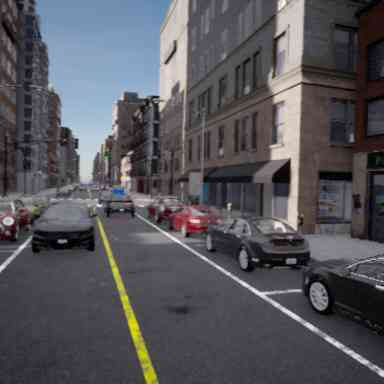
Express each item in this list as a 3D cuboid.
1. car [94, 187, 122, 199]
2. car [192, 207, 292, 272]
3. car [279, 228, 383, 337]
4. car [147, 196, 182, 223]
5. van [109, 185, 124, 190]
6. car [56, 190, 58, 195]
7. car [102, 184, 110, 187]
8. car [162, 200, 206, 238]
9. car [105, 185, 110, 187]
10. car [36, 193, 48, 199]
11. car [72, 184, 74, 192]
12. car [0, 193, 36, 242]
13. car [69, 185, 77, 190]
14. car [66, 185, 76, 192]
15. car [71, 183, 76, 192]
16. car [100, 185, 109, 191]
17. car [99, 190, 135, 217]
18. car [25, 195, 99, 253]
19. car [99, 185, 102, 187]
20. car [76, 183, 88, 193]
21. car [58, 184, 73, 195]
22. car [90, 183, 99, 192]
[{"bbox_3d":[-8.975,0.554,35.264,2.033,1.411,5.357,1,1,-17],"label":"car"},{"bbox_3d":[1.750,1.382,10.130,2.008,1.369,4.403,1,1,-18],"label":"car"},{"bbox_3d":[3.423,1.539,4.874,2.008,1.369,4.403,1,1,-18],"label":"car"},{"bbox_3d":[-1.594,0.957,20.642,1.967,1.590,4.097,1,1,-18],"label":"car"},{"bbox_3d":[-11.474,-0.074,51.692,1.690,1.788,3.998,1,1,-18],"label":"van"},{"bbox_3d":[-10.911,0.749,23.455,2.008,1.369,4.403,1,1,-18],"label":"car"},{"bbox_3d":[-18.369,-0.486,73.343,1.802,1.307,4.206,1,1,-18],"label":"car"},{"bbox_3d":[0.076,1.256,15.388,1.802,1.307,4.206,1,1,-18],"label":"car"},{"bbox_3d":[-14.925,-0.158,62.520,1.802,1.307,4.206,1,1,-18],"label":"car"},{"bbox_3d":[-9.186,0.886,18.036,1.752,1.417,4.829,1,1,-18],"label":"car"},{"bbox_3d":[-20.843,-0.193,54.662,1.887,1.381,4.507,1,1,-18],"label":"car"},{"bbox_3d":[-7.563,0.954,12.940,1.967,1.590,4.097,1,1,-18],"label":"car"},{"bbox_3d":[-31.178,-1.161,87.135,1.947,1.339,4.313,1,1,-18],"label":"car"},{"bbox_3d":[-27.733,-0.829,76.311,1.947,1.339,4.313,1,1,-18],"label":"car"},{"bbox_3d":[-25.958,-0.698,70.736,1.752,1.417,4.829,1,1,-18],"label":"car"},{"bbox_3d":[-23.532,-1.127,89.574,1.967,1.590,4.097,1,1,-18],"label":"car"},{"bbox_3d":[-5.107,0.857,23.175,2.128,1.511,4.902,1,1,-17],"label":"car"},{"bbox_3d":[-4.549,1.091,12.168,1.882,1.535,5.008,1,2,-18],"label":"car"},{"bbox_3d":[-20.084,-0.919,78.749,2.192,1.841,5.009,1,1,-18],"label":"car"},{"bbox_3d":[-23.222,-0.649,70.835,1.837,1.490,4.892,1,1,-18],"label":"car"},{"bbox_3d":[-19.121,-0.025,49.250,2.008,1.369,4.403,1,1,-18],"label":"car"},{"bbox_3d":[-23.135,-0.747,79.623,1.895,1.301,4.718,1,1,-18],"label":"car"}]
